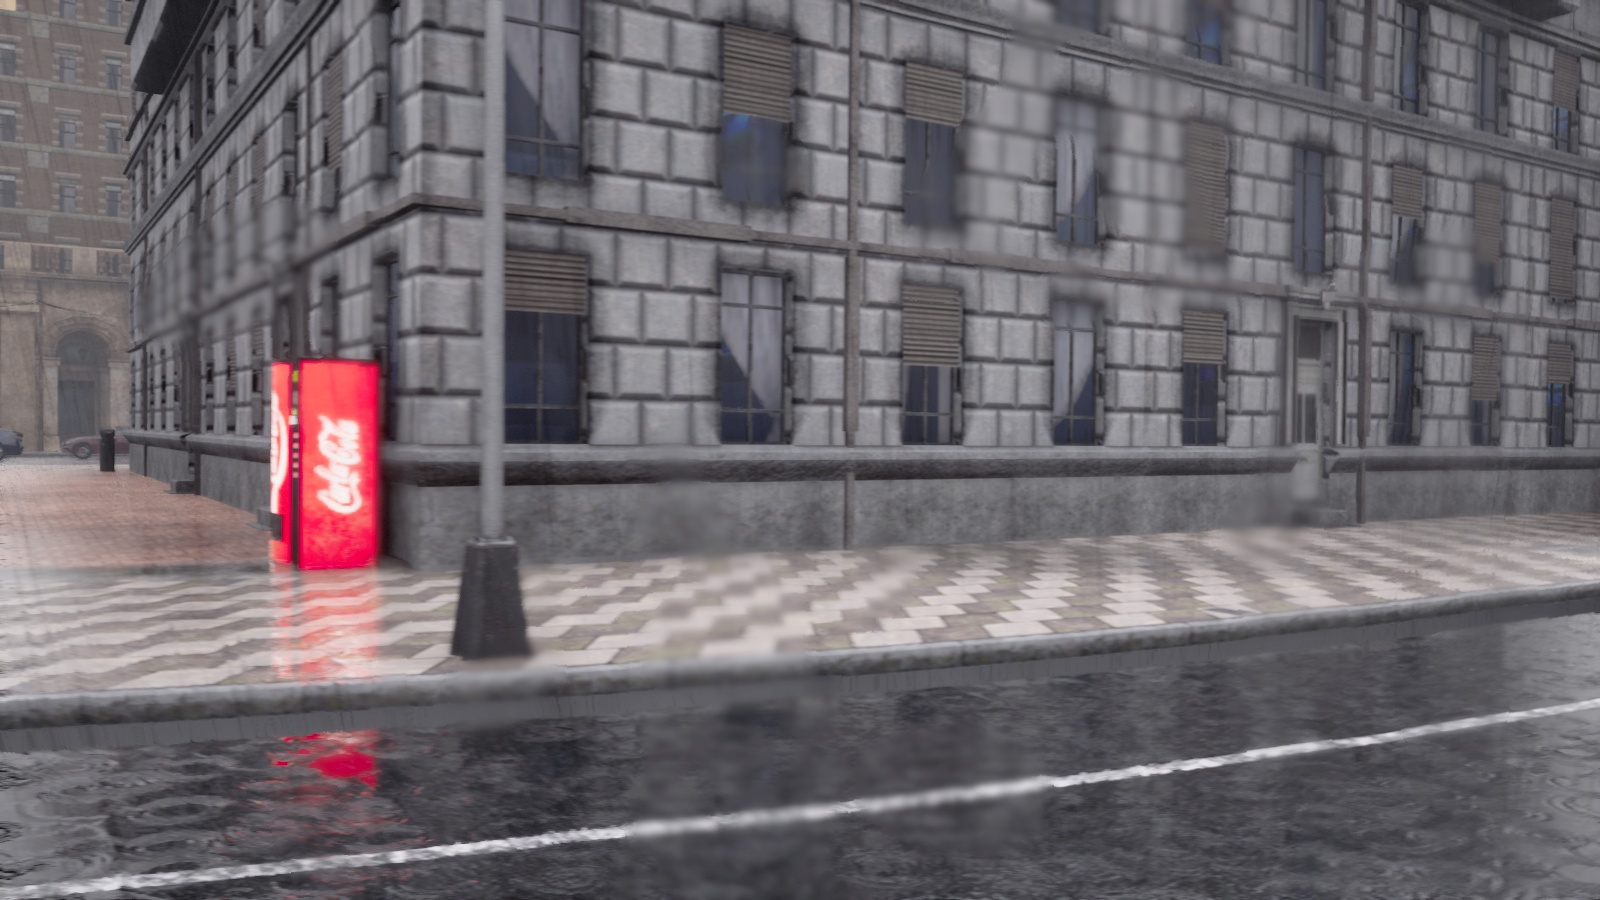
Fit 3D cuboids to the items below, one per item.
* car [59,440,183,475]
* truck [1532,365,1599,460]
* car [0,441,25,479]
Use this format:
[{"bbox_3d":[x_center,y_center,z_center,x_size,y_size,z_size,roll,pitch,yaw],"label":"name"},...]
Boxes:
[{"bbox_3d":[-30.057,0.304,55.628,4.674,1.442,1.812,-1,1,-32],"label":"car"},{"bbox_3d":[34.243,-1.516,49.976,2.891,3.827,8.468,-1,1,-33],"label":"truck"},{"bbox_3d":[-33.320,0.410,49.405,4.792,1.488,2.163,-1,1,-32],"label":"car"}]
